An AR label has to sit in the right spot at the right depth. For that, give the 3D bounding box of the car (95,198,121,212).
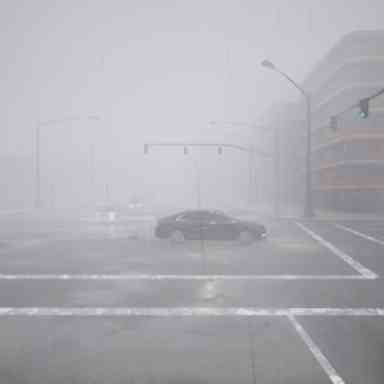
[{"bbox_3d":[-9.177,1.384,36.838,1.812,1.442,4.674,0,1,1],"label":"car"}]

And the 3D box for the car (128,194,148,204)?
[{"bbox_3d":[-8.789,1.171,52.698,1.994,1.385,4.181,0,1,1],"label":"car"}]

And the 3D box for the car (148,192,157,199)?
[{"bbox_3d":[-8.311,0.704,69.122,2.033,1.411,5.357,0,1,1],"label":"car"}]

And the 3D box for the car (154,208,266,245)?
[{"bbox_3d":[0.786,1.506,14.713,4.892,1.490,1.837,0,0,0],"label":"car"}]
